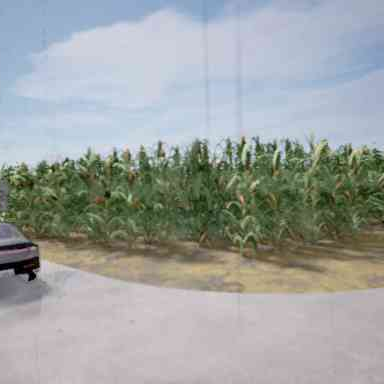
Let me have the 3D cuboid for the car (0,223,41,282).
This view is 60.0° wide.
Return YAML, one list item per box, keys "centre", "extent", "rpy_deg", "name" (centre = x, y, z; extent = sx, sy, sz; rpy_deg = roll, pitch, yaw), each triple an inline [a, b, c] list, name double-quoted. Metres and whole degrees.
- centre: [-5.711, 1.578, 8.915]
  extent: [2.128, 1.511, 4.902]
  rpy_deg: [-2, 1, -45]
  name: "car"
